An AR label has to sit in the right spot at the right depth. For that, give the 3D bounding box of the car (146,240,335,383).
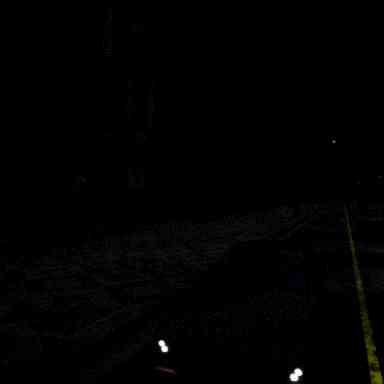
[{"bbox_3d":[1.317,1.591,5.634,2.033,1.411,5.357,1,0,23],"label":"car"}]
